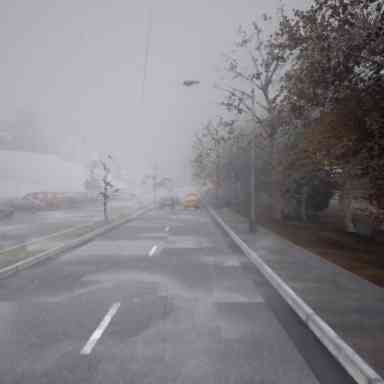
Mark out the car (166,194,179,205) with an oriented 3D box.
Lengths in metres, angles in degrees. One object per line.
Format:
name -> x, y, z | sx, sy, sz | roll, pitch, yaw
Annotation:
car -> -2.978, 1.094, 51.211 | 1.812, 1.442, 4.674 | 0, 2, 0

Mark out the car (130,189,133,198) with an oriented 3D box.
car -> -16.816, 0.734, 77.462 | 4.674, 1.452, 2.002 | -1, 1, -20

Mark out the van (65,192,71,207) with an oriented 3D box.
van -> -16.743, 1.038, 38.572 | 4.442, 1.987, 1.878 | -1, 1, -20

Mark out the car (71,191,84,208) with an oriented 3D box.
car -> -16.824, 0.971, 41.525 | 5.566, 2.045, 2.435 | -1, 1, -20

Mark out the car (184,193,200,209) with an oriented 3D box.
car -> 0.013, 1.219, 40.555 | 1.882, 1.535, 5.008 | 0, 1, 0

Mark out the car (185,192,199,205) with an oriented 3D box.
car -> 0.021, 0.916, 51.133 | 2.097, 1.767, 4.553 | 0, 2, 0

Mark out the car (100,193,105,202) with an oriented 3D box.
car -> -16.830, 1.091, 53.443 | 4.674, 1.452, 2.002 | -1, 1, -20

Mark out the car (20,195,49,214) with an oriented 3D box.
car -> -16.850, 1.386, 32.562 | 4.674, 1.452, 2.002 | -1, 1, -20

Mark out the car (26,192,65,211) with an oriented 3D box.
car -> -16.881, 1.058, 35.529 | 5.566, 2.045, 2.435 | -1, 1, -20

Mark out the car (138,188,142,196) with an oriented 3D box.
car -> -16.631, 0.515, 86.533 | 5.366, 1.575, 1.946 | -1, 1, -20

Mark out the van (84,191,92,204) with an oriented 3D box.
van -> -16.952, 0.913, 47.433 | 4.442, 1.987, 1.878 | -1, 1, -20

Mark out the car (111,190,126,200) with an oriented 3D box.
car -> -16.795, 0.863, 68.466 | 4.792, 1.488, 2.163 | -1, 1, -20

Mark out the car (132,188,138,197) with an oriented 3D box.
car -> -16.786, 0.393, 80.476 | 5.566, 2.045, 2.435 | -1, 1, -20

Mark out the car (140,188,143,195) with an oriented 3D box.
car -> -16.829, 0.203, 89.454 | 5.566, 2.045, 2.435 | -1, 2, -20

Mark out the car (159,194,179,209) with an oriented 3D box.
car -> -2.987, 1.233, 40.557 | 2.128, 1.511, 4.902 | 0, 1, 0

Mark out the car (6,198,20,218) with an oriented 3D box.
car -> -16.832, 1.441, 26.605 | 4.792, 1.488, 2.163 | -1, 0, -20

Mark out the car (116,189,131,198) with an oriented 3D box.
car -> -16.986, 0.744, 74.389 | 5.366, 1.575, 1.946 | -1, 1, -20

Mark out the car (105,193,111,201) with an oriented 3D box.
car -> -16.806, 1.036, 56.461 | 4.792, 1.488, 2.163 | -1, 1, -20

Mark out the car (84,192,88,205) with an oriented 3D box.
car -> -16.837, 1.181, 44.497 | 4.892, 1.521, 2.231 | -1, 1, -20

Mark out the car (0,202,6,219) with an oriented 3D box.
car -> -16.690, 1.431, 23.677 | 5.366, 1.575, 1.946 | -1, 0, -20

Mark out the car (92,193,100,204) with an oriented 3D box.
car -> -16.809, 0.968, 50.469 | 4.553, 1.767, 2.185 | -1, 1, -20
